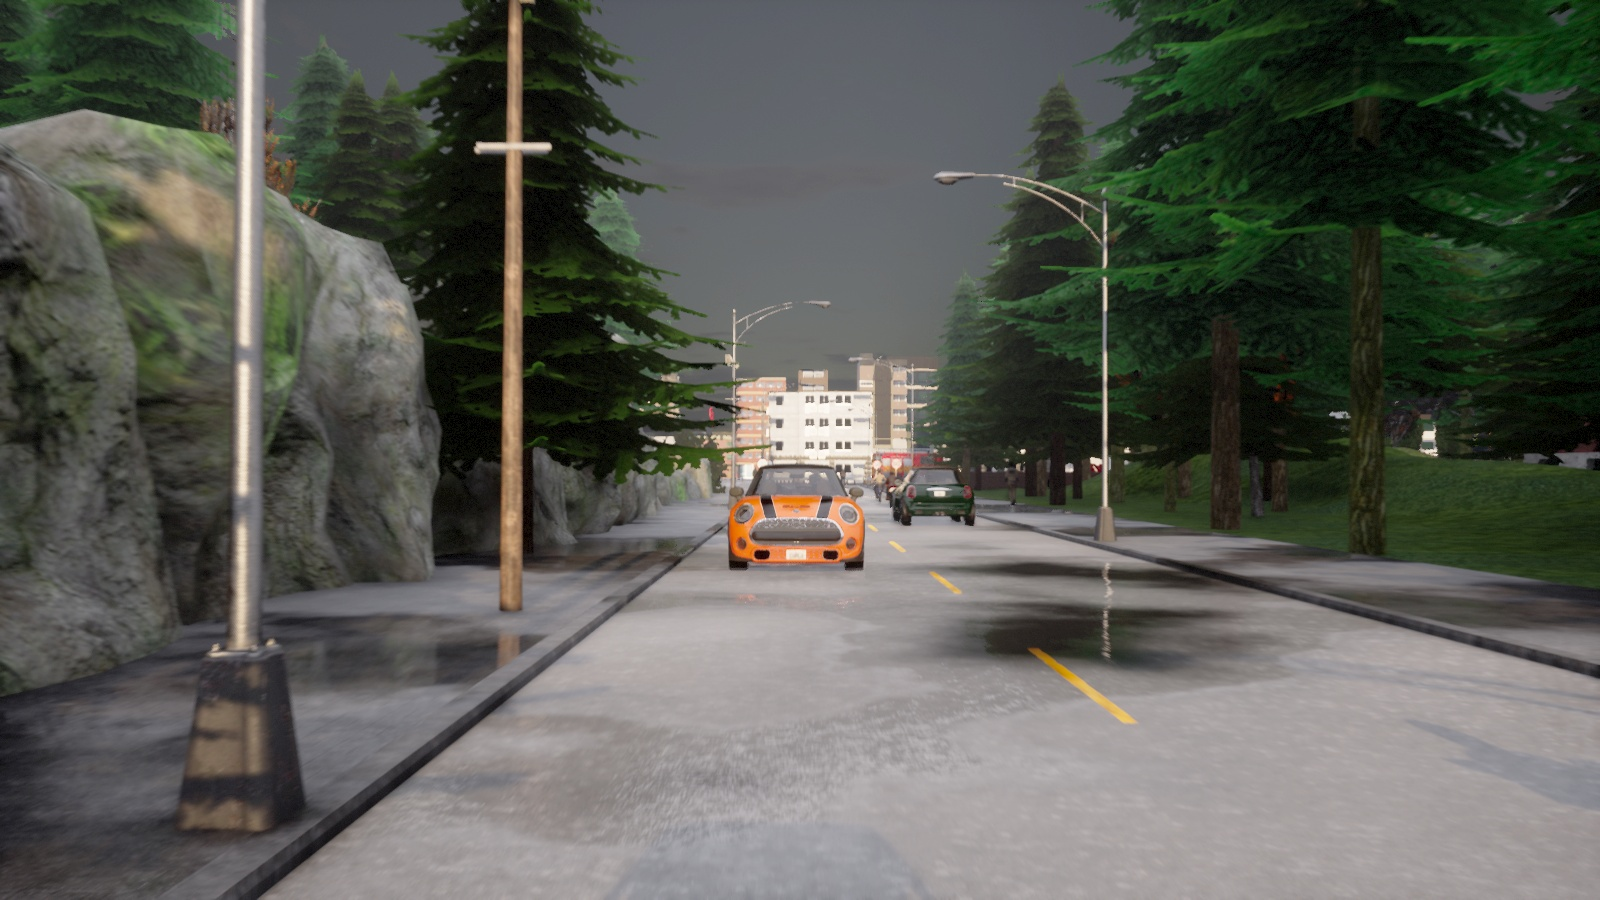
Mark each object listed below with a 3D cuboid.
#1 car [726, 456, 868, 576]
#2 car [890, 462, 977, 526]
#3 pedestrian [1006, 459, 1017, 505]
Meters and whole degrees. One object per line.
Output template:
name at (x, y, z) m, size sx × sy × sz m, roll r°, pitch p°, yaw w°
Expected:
car at (-0.050, 1.015, 20.891) m, size 2.097 × 1.767 × 4.553 m, roll 0°, pitch -1°, yaw 0°
car at (3.910, 1.274, 37.569) m, size 2.097 × 1.767 × 4.553 m, roll 0°, pitch -1°, yaw 0°
pedestrian at (8.984, 1.362, 53.239) m, size 0.396 × 1.930 × 0.692 m, roll 0°, pitch -1°, yaw 5°
